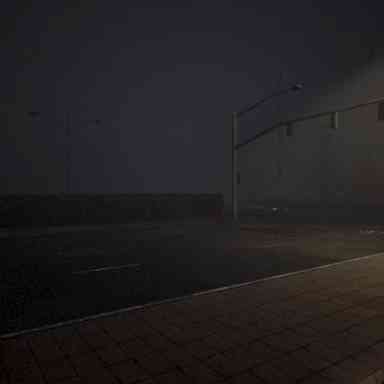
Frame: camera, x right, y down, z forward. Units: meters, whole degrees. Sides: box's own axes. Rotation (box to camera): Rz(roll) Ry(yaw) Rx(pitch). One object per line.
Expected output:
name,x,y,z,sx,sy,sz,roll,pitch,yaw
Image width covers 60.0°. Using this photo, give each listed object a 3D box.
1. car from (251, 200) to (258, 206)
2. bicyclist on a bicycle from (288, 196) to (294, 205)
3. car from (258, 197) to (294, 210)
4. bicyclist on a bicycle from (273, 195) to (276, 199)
car,11.059,1.525,50.543,1.812,1.442,4.674,0,0,-34
bicyclist on a bicycle,14.423,1.453,49.141,1.656,1.620,0.582,0,0,-22
car,11.322,1.563,43.977,1.994,1.385,4.181,0,0,-34
bicyclist on a bicycle,13.459,1.300,54.056,0.582,1.620,1.656,0,0,22
